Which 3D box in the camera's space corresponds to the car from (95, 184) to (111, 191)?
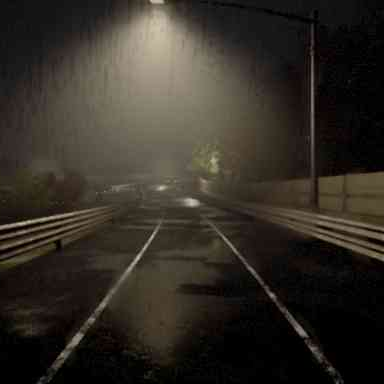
[{"bbox_3d":[-24.053,-1.025,90.019,2.150,2.045,5.566,1,4,15],"label":"car"}]
